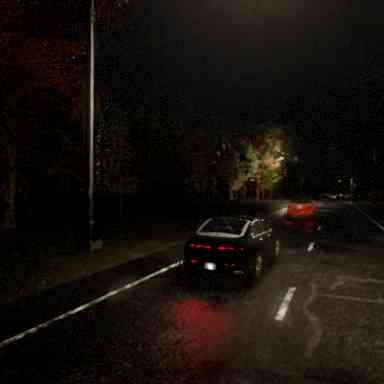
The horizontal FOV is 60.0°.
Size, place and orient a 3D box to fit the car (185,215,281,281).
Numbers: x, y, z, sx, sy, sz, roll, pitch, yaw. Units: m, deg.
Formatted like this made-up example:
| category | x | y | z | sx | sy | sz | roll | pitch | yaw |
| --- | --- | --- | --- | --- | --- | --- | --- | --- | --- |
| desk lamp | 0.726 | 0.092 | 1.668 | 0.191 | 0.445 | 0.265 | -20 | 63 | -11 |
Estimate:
| category | x | y | z | sx | sy | sz | roll | pitch | yaw |
| --- | --- | --- | --- | --- | --- | --- | --- | --- | --- |
| car | 1.395 | 1.451 | 9.875 | 1.837 | 1.490 | 4.892 | 1 | 0 | 23 |

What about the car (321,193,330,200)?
| category | x | y | z | sx | sy | sz | roll | pitch | yaw |
| --- | --- | --- | --- | --- | --- | --- | --- | --- | --- |
| car | 33.492 | 1.184 | 83.737 | 2.128 | 1.511 | 4.902 | 1 | 0 | 23 |

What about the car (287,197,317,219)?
| category | x | y | z | sx | sy | sz | roll | pitch | yaw |
| --- | --- | --- | --- | --- | --- | --- | --- | --- | --- |
| car | 9.336 | 1.237 | 28.146 | 2.097 | 1.767 | 4.553 | 1 | 0 | 23 |

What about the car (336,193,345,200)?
| category | x | y | z | sx | sy | sz | roll | pitch | yaw |
| --- | --- | --- | --- | --- | --- | --- | --- | --- | --- |
| car | 36.702 | 1.242 | 82.342 | 1.994 | 1.385 | 4.181 | 1 | 0 | 23 |
